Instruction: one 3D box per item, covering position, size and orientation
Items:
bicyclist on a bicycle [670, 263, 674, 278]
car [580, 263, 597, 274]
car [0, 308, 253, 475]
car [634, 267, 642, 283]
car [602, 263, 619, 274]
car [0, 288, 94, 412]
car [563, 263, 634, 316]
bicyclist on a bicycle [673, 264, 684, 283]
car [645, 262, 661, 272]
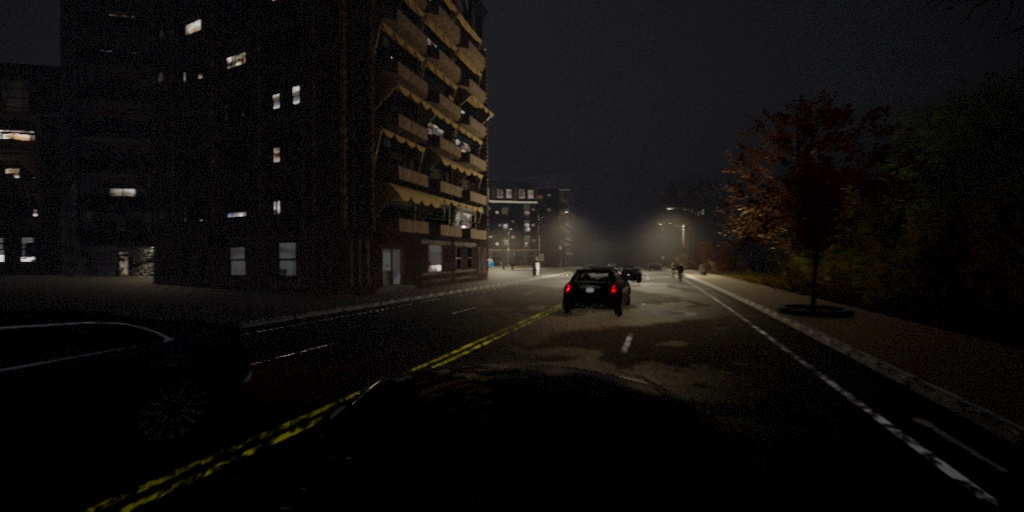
[{"bbox_3d":[17.032,1.548,37.939,0.582,1.620,1.656,-1,-1,20],"label":"bicyclist on a bicycle"},{"bbox_3d":[11.647,1.817,54.492,2.128,1.511,4.902,-1,-1,16],"label":"car"},{"bbox_3d":[-5.064,1.283,2.995,2.128,1.511,4.902,-1,-1,24],"label":"car"},{"bbox_3d":[10.603,1.628,32.308,1.994,1.385,4.181,-1,-1,21],"label":"car"},{"bbox_3d":[14.752,1.787,53.507,2.128,1.511,4.902,-1,-1,19],"label":"car"},{"bbox_3d":[-8.333,1.293,3.620,1.882,1.535,5.008,-1,-1,24],"label":"car"},{"bbox_3d":[3.547,1.238,14.506,2.097,1.767,4.553,-1,-1,23],"label":"car"},{"bbox_3d":[13.840,1.464,29.432,0.582,1.620,1.656,-1,-1,21],"label":"bicyclist on a bicycle"},{"bbox_3d":[24.045,1.797,60.472,1.882,1.535,5.008,-1,-1,18],"label":"car"}]
